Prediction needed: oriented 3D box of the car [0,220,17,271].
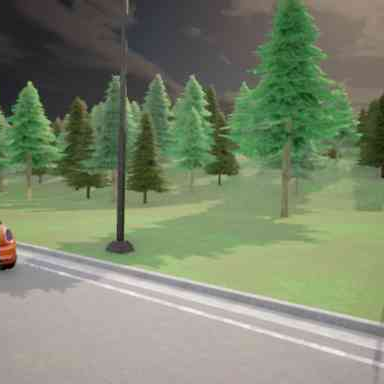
[{"bbox_3d":[-6.528,1.039,8.528,4.553,1.767,2.097,2,1,35],"label":"car"}]
